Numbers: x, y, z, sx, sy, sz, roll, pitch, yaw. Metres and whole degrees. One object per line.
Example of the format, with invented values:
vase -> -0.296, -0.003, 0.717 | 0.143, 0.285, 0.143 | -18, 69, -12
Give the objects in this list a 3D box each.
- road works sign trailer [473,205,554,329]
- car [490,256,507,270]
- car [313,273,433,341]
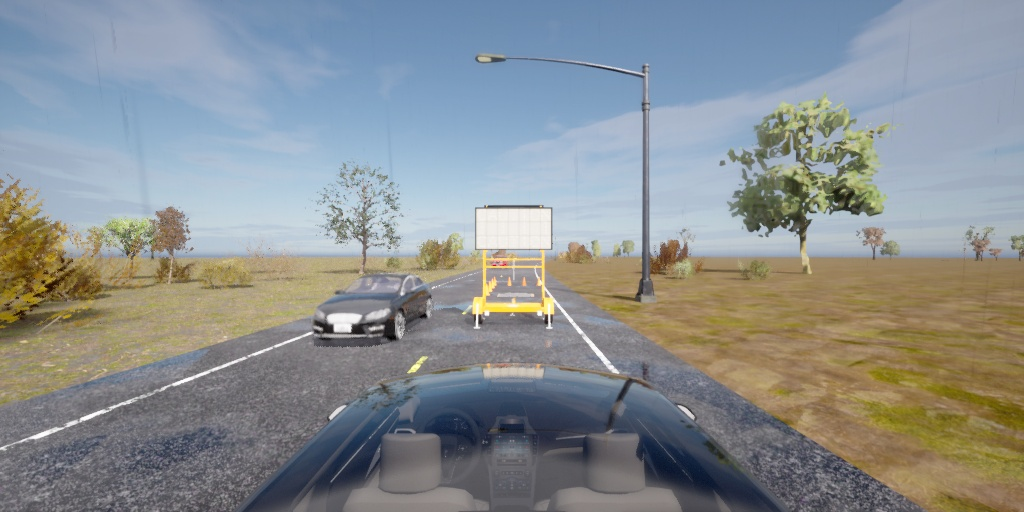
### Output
road works sign trailer -> 0.057, 0.214, 11.270 | 2.380, 3.560, 2.880 | 0, 0, 1
car -> -1.916, 0.962, 53.261 | 2.150, 2.045, 5.566 | 0, 0, 4
car -> -3.525, 1.241, 9.962 | 2.128, 1.511, 4.902 | 0, 0, 1
